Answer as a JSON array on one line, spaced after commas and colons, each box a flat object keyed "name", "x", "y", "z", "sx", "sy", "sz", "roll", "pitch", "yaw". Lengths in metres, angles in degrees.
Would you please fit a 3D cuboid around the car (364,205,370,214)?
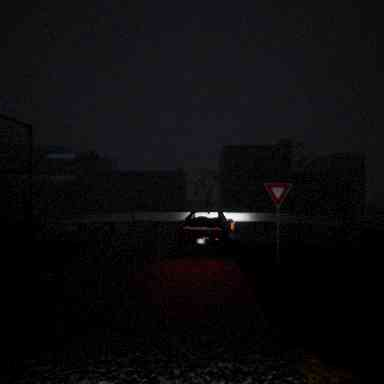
[{"name": "car", "x": 41.276, "y": 4.065, "z": 74.389, "sx": 4.553, "sy": 1.767, "sz": 2.185, "roll": -1, "pitch": 0, "yaw": -17}]

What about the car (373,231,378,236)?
[{"name": "car", "x": 16.771, "y": 4.452, "z": 24.489, "sx": 2.435, "sy": 2.045, "sz": 5.566, "roll": -1, "pitch": 2, "yaw": -18}]

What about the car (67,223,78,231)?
[{"name": "car", "x": -15.038, "y": 4.526, "z": 42.597, "sx": 1.946, "sy": 1.575, "sz": 5.366, "roll": 0, "pitch": 0, "yaw": -18}]

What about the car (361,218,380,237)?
[{"name": "car", "x": 20.532, "y": 4.279, "z": 41.286, "sx": 2.435, "sy": 2.045, "sz": 5.566, "roll": 0, "pitch": 0, "yaw": -18}]

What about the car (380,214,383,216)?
[{"name": "car", "x": 26.414, "y": 4.278, "z": 41.147, "sx": 2.435, "sy": 2.045, "sz": 5.566, "roll": 0, "pitch": 0, "yaw": -18}]

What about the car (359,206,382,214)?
[{"name": "car", "x": 41.485, "y": 4.202, "z": 77.391, "sx": 4.674, "sy": 1.452, "sz": 2.002, "roll": -1, "pitch": 0, "yaw": -17}]

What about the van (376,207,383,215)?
[{"name": "van", "x": 40.849, "y": 4.026, "z": 68.354, "sx": 4.442, "sy": 1.987, "sz": 1.878, "roll": -1, "pitch": 1, "yaw": -17}]

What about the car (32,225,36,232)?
[{"name": "car", "x": -20.902, "y": 4.557, "z": 42.636, "sx": 2.163, "sy": 1.488, "sz": 4.792, "roll": 0, "pitch": 0, "yaw": -18}]

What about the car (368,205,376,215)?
[{"name": "car", "x": 41.143, "y": 4.220, "z": 71.389, "sx": 5.008, "sy": 1.535, "sz": 2.097, "roll": -1, "pitch": 1, "yaw": -17}]

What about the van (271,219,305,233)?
[{"name": "van", "x": 11.604, "y": 4.306, "z": 41.700, "sx": 1.878, "sy": 1.987, "sz": 4.442, "roll": 0, "pitch": 0, "yaw": -18}]

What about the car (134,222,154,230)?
[{"name": "car", "x": -6.085, "y": 4.559, "z": 42.122, "sx": 2.163, "sy": 1.488, "sz": 4.792, "roll": 0, "pitch": 0, "yaw": -18}]

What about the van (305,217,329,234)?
[{"name": "van", "x": 14.562, "y": 4.306, "z": 41.607, "sx": 1.878, "sy": 1.987, "sz": 4.442, "roll": 0, "pitch": 0, "yaw": -18}]

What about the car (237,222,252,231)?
[{"name": "car", "x": 5.736, "y": 4.533, "z": 41.774, "sx": 2.231, "sy": 1.521, "sz": 4.892, "roll": 0, "pitch": 0, "yaw": -18}]

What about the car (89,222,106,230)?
[{"name": "car", "x": -12.011, "y": 4.529, "z": 42.332, "sx": 2.097, "sy": 1.535, "sz": 5.008, "roll": 0, "pitch": 0, "yaw": -18}]

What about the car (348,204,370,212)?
[{"name": "car", "x": 41.872, "y": 3.978, "z": 83.387, "sx": 4.553, "sy": 1.767, "sz": 2.185, "roll": -1, "pitch": 1, "yaw": -17}]

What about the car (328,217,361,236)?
[{"name": "car", "x": 17.574, "y": 4.279, "z": 41.380, "sx": 2.435, "sy": 2.045, "sz": 5.566, "roll": 0, "pitch": 0, "yaw": -18}]

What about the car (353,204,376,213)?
[{"name": "car", "x": 41.695, "y": 4.007, "z": 80.391, "sx": 4.553, "sy": 1.767, "sz": 2.185, "roll": -1, "pitch": 1, "yaw": -17}]

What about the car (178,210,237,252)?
[{"name": "car", "x": 0.664, "y": 1.530, "z": 14.028, "sx": 2.128, "sy": 1.511, "sz": 4.902, "roll": 1, "pitch": -1, "yaw": 8}]

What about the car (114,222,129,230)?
[{"name": "car", "x": -9.123, "y": 4.527, "z": 42.411, "sx": 1.946, "sy": 1.575, "sz": 5.366, "roll": 0, "pitch": 0, "yaw": -18}]

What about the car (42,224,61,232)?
[{"name": "car", "x": -17.938, "y": 4.528, "z": 42.515, "sx": 2.097, "sy": 1.535, "sz": 5.008, "roll": 0, "pitch": 0, "yaw": -18}]
